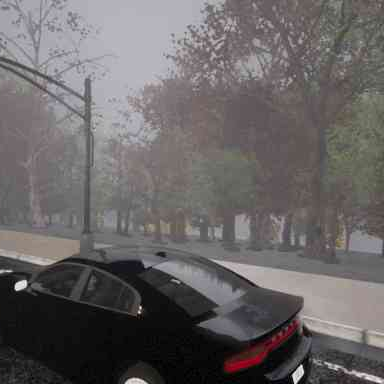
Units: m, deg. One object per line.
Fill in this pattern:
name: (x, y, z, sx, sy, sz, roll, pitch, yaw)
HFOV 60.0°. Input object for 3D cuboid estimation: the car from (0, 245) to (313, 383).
car: (-1.034, 1.477, 4.477, 5.008, 1.535, 1.882, 0, 0, 36)
